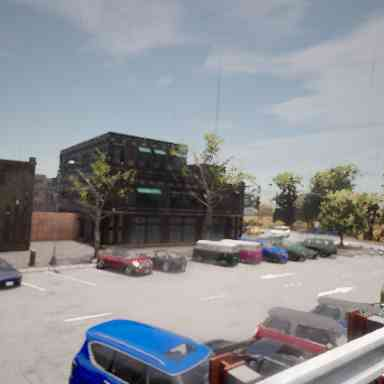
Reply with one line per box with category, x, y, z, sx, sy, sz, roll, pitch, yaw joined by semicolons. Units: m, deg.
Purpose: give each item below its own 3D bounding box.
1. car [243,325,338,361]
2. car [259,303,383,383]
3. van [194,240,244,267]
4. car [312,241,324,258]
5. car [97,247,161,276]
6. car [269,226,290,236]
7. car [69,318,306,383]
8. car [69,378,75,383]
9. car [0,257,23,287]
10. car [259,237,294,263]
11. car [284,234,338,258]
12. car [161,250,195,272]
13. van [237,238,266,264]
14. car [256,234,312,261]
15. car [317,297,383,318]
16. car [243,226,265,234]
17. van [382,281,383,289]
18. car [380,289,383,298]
car;1.925;5.065;9.461;4.792;1.488;2.163;2;-1;34
car;4.385;5.096;11.227;4.553;1.767;2.185;2;-2;34
van;2.055;5.570;30.531;4.442;1.987;1.878;1;-3;34
car;11.761;6.552;37.356;4.792;1.488;2.163;1;-3;34
car;-5.066;5.127;25.307;4.553;1.767;2.185;1;-4;34
car;15.802;7.266;59.602;2.435;2.045;5.566;1;-2;36
car;-0.457;4.601;7.672;5.566;2.045;2.435;2;-2;34
car;-3.100;4.655;6.022;5.366;1.575;1.946;2;-1;34
car;-12.213;4.737;20.098;4.792;1.488;2.163;1;-3;34
car;6.976;5.909;33.909;5.566;2.045;2.435;1;-4;34
car;14.115;6.450;39.100;5.566;2.045;2.435;1;-3;34
car;-2.644;5.435;27.011;4.892;1.521;2.231;1;-3;34
van;4.453;5.751;32.256;4.442;1.987;1.878;1;-3;34
car;9.374;6.090;35.633;5.566;2.045;2.435;1;-3;34
car;6.834;5.282;13.000;4.553;1.767;2.185;2;-2;34
car;12.514;7.532;64.735;1.946;1.575;5.366;1;-2;36
van;11.858;5.557;16.433;4.442;1.987;1.878;2;-2;34
car;9.300;5.595;14.721;4.892;1.521;2.231;2;-1;34
